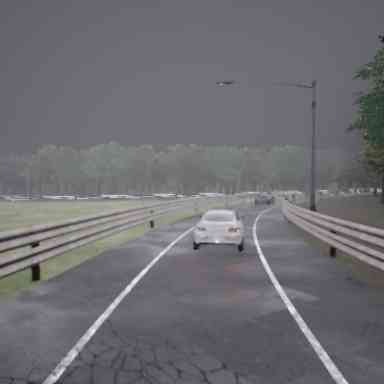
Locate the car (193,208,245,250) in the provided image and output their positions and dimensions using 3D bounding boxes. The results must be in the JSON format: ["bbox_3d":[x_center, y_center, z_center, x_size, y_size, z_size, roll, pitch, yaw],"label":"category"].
[{"bbox_3d":[1.165,1.383,13.559,1.812,1.442,4.674,0,1,8],"label":"car"}]

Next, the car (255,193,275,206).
[{"bbox_3d":[9.105,0.926,41.284,2.128,1.511,4.902,0,1,24],"label":"car"}]
